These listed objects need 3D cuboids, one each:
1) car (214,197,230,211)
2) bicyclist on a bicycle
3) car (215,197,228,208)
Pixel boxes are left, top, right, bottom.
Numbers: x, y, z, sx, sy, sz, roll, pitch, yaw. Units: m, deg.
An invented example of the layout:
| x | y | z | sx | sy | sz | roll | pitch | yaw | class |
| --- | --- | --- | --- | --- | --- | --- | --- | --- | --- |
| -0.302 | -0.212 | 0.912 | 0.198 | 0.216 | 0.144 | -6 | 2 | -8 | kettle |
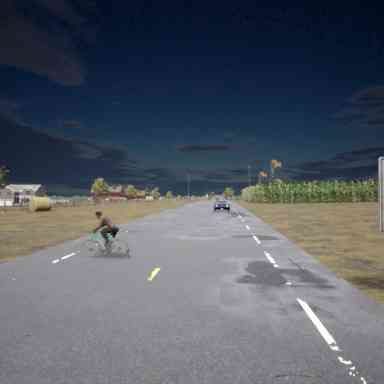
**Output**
| x | y | z | sx | sy | sz | roll | pitch | yaw | class |
| --- | --- | --- | --- | --- | --- | --- | --- | --- | --- |
| 3.579 | 1.626 | 39.879 | 1.895 | 1.301 | 4.718 | 0 | 0 | 5 | car |
| -2.932 | 1.457 | 11.138 | 1.656 | 1.620 | 0.582 | -2 | 0 | 5 | bicyclist on a bicycle |
| 4.472 | 1.579 | 49.750 | 1.837 | 1.490 | 4.892 | 0 | 0 | 5 | car |
